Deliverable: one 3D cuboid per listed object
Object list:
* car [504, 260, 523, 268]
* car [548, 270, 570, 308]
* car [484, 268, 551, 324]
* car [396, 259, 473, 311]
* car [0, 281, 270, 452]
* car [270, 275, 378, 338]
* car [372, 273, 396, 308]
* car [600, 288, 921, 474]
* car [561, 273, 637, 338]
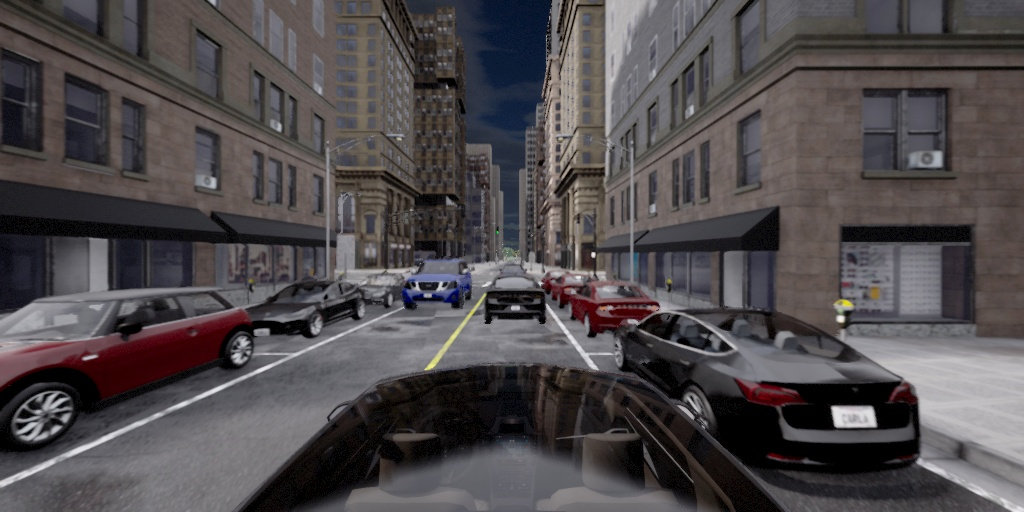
[{"bbox_3d":[0.097,1.375,26.870,2.097,1.767,4.553,0,-1,0],"label":"car"},{"bbox_3d":[2.760,1.450,15.964,1.888,1.381,4.507,0,0,0],"label":"car"},{"bbox_3d":[0.100,1.346,12.630,1.882,1.535,5.008,0,0,0],"label":"car"},{"bbox_3d":[-3.034,1.126,15.815,2.150,2.045,5.566,0,-1,1],"label":"car"},{"bbox_3d":[-5.764,1.224,4.952,1.967,1.591,4.097,0,0,0],"label":"car"},{"bbox_3d":[-5.765,1.410,10.458,1.948,1.339,4.313,0,0,0],"label":"car"},{"bbox_3d":[-5.766,1.455,15.962,2.007,1.370,4.403,0,0,0],"label":"car"},{"bbox_3d":[2.762,1.351,4.954,1.948,1.339,4.313,0,0,0],"label":"car"},{"bbox_3d":[2.761,1.390,10.458,1.888,1.381,4.507,0,0,0],"label":"car"}]
